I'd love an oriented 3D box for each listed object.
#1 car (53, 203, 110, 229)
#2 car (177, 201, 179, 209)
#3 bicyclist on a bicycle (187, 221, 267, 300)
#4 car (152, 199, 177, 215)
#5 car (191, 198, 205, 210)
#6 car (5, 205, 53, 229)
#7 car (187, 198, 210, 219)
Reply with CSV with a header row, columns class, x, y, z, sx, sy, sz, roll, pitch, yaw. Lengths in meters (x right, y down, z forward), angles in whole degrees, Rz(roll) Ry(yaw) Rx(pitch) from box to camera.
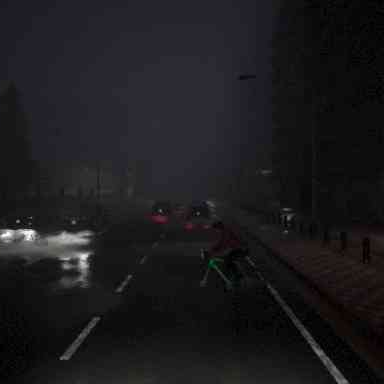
class,x,y,z,sx,sy,sz,roll,pitch,yaw
car,-6.714,1.483,21.521,2.128,1.511,4.902,0,0,2
car,-2.730,1.547,42.292,1.994,1.385,4.181,0,0,1
bicyclist on a bicycle,0.714,1.437,6.889,1.656,1.620,0.582,-1,0,1
car,-2.881,1.491,33.382,1.837,1.490,4.892,0,0,1
car,0.800,1.508,44.187,1.812,1.442,4.674,0,0,1
car,-10.215,1.555,21.598,1.994,1.385,4.181,0,0,1
car,0.542,1.514,28.714,1.812,1.442,4.674,0,0,1
